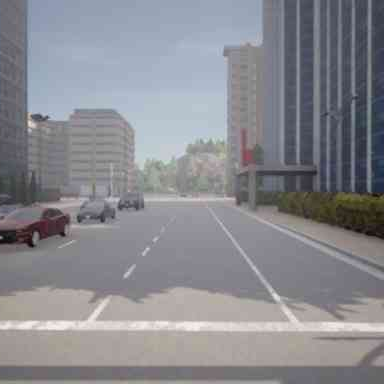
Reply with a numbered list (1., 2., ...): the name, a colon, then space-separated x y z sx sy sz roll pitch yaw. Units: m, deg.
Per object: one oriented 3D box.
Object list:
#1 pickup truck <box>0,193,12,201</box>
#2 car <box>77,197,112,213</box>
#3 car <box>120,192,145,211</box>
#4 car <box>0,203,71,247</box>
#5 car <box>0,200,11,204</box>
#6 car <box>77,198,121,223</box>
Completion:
1. pickup truck: -23.318 0.833 36.672 2.390 2.098 6.274 0 0 31
2. car: -10.273 1.329 35.557 2.033 1.411 5.357 0 0 1
3. car: -6.748 0.989 37.507 2.150 2.045 5.566 0 1 1
4. car: -7.012 1.387 14.663 1.882 1.535 5.008 0 0 1
5. car: -10.465 1.426 19.583 2.033 1.411 5.357 0 0 1
6. car: -6.913 1.375 24.507 1.812 1.442 4.674 0 0 1
